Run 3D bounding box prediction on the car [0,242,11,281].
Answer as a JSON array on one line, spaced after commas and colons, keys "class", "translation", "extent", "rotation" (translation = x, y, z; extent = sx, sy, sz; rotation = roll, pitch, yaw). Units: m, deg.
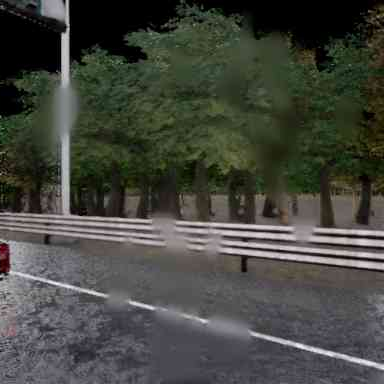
[{"class": "car", "translation": [-6.787, 1.603, 8.839], "extent": [5.008, 1.535, 1.882], "rotation": [-1, -1, 36]}]
